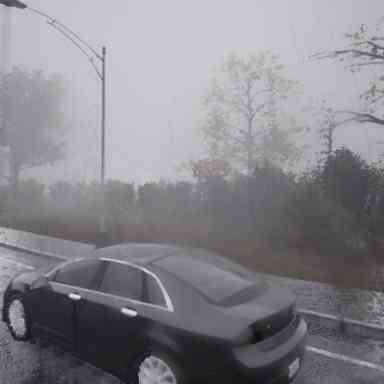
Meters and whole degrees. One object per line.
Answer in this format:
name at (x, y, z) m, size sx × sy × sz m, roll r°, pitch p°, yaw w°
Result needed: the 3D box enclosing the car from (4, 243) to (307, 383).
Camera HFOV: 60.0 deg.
car at (-0.900, 1.515, 4.822) m, size 4.892 × 1.490 × 1.837 m, roll 0°, pitch 0°, yaw 37°
